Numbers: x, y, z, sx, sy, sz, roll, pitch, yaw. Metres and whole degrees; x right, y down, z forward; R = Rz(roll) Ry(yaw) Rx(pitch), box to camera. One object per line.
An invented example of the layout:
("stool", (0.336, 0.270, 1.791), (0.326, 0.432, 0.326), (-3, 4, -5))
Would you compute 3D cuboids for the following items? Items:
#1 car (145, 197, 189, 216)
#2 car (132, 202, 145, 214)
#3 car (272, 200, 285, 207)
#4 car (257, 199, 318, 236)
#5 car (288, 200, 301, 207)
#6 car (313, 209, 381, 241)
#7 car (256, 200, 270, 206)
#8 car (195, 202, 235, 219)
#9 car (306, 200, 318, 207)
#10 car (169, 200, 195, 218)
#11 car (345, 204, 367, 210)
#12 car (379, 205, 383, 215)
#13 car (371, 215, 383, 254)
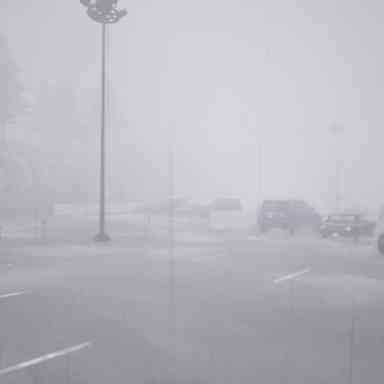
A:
("car", (-2.375, 1.642, 38.152), (2.150, 2.045, 5.566), (0, -1, 38))
("car", (-5.130, 1.920, 40.340), (2.128, 1.511, 4.902), (0, -1, 38))
("car", (19.006, 2.486, 72.944), (1.895, 1.301, 4.718), (0, -1, 26))
("car", (6.179, 1.489, 20.802), (2.150, 2.045, 5.566), (0, -1, 41))
("car", (21.695, 2.479, 70.420), (1.895, 1.301, 4.718), (0, -1, 26))
("car", (8.605, 1.853, 18.248), (1.895, 1.301, 4.718), (0, -1, 41))
("car", (15.982, 2.438, 74.739), (2.033, 1.411, 5.357), (0, -1, 26))
("car", (3.065, 1.619, 33.755), (2.150, 2.045, 5.566), (0, -1, 38))
("car", (24.921, 2.405, 69.059), (1.812, 1.442, 4.674), (0, -1, 26))
("car", (0.113, 1.910, 35.699), (1.837, 1.490, 4.892), (0, -1, 38))
("car", (16.863, 2.003, 34.376), (1.812, 1.442, 4.674), (0, -1, 36))
("car", (19.146, 1.810, 31.573), (2.097, 1.767, 4.553), (0, -1, 36))
("car", (9.093, 1.767, 13.580), (1.994, 1.385, 4.181), (0, -1, 42))
